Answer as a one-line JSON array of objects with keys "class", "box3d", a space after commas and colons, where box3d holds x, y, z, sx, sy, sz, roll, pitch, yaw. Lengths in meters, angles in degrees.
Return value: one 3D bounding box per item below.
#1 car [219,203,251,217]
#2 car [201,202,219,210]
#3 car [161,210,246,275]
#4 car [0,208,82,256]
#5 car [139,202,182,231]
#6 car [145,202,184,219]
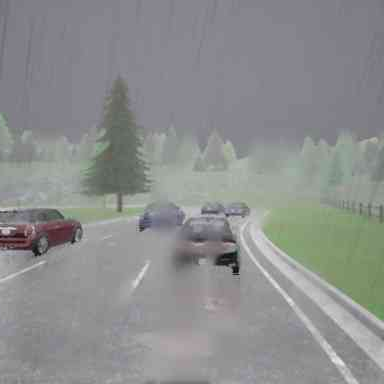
[{"class": "car", "box3d": [4.489, 1.743, 32.251, 2.033, 1.411, 5.357, 0, 0, 18]}, {"class": "car", "box3d": [2.384, 1.786, 37.114, 1.994, 1.385, 4.181, 0, -1, 16]}, {"class": "car", "box3d": [0.505, 1.557, 10.742, 2.128, 1.511, 4.902, 0, 0, 4]}, {"class": "car", "box3d": [-6.278, 1.430, 13.691, 2.097, 1.767, 4.553, 0, 0, 4]}, {"class": "car", "box3d": [-1.779, 1.479, 21.370, 2.097, 1.767, 4.553, 0, 0, 9]}, {"class": "car", "box3d": [-2.588, 1.743, 32.996, 2.033, 1.411, 5.357, 0, 0, 17]}]
